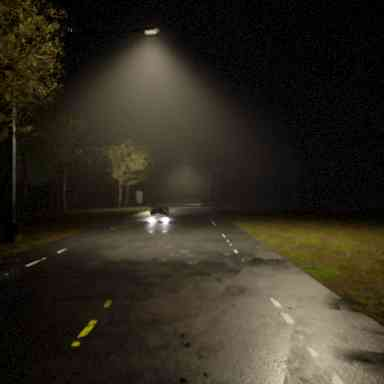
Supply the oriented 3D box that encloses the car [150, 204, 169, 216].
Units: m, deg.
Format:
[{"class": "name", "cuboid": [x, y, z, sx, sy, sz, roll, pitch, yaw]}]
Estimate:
[{"class": "car", "cuboid": [-3.599, 2.012, 37.309, 1.895, 1.301, 4.718, 0, -1, 0]}]
